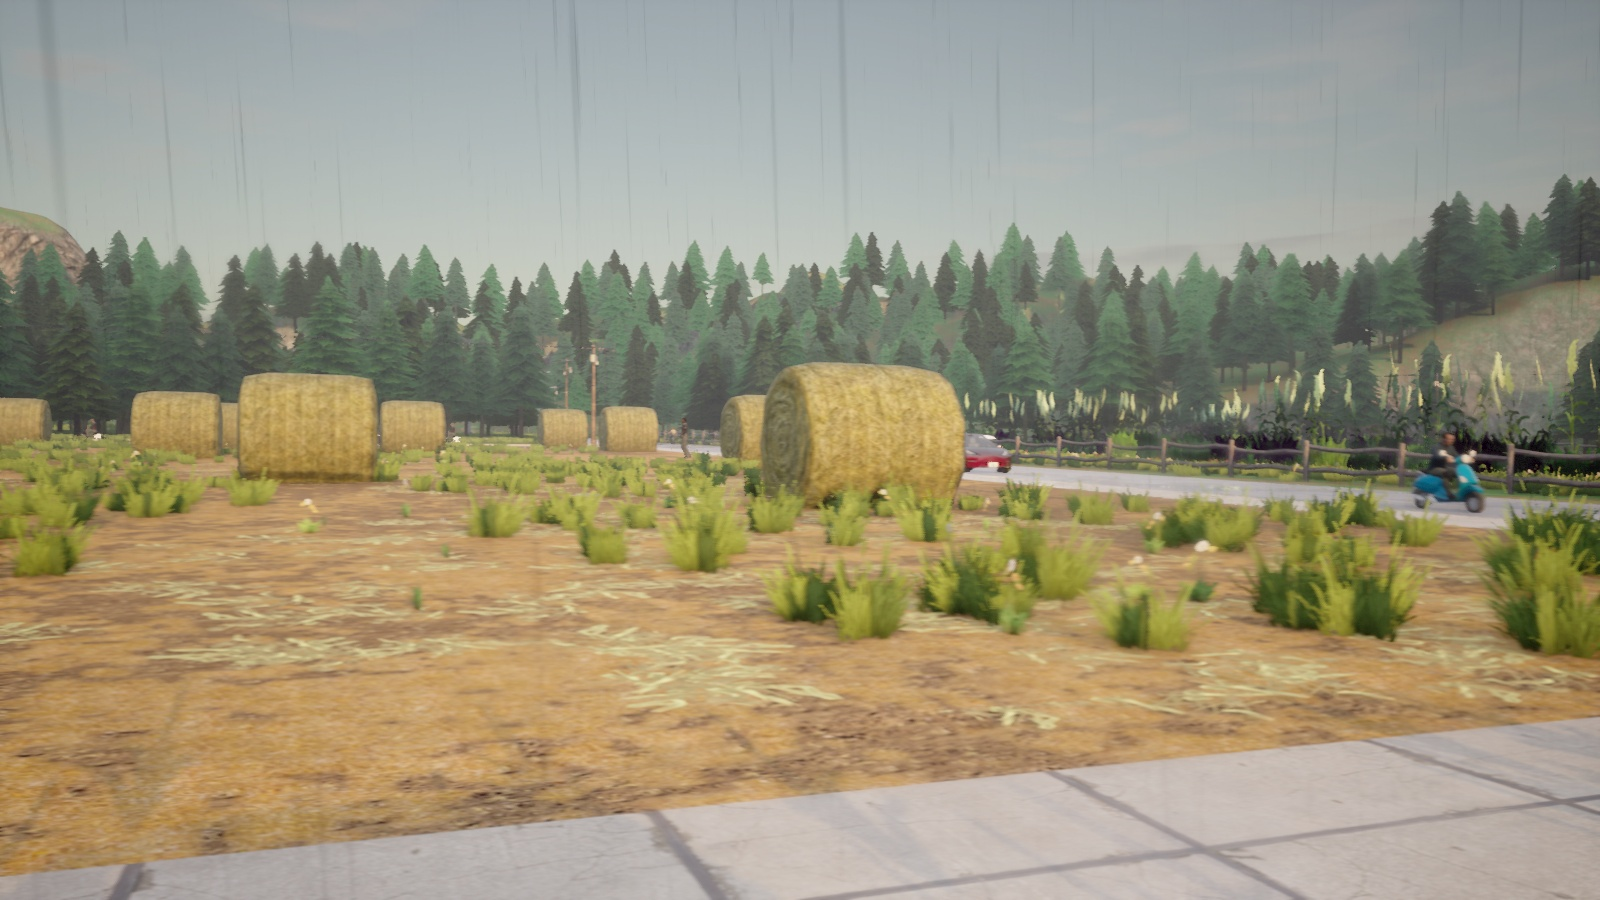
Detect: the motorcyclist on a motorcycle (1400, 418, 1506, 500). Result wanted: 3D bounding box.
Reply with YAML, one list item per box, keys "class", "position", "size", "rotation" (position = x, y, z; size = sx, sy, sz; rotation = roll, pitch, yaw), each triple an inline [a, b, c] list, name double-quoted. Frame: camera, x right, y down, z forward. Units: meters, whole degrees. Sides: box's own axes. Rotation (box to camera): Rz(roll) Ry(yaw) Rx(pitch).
- class: "motorcyclist on a motorcycle"
  position: [13.118, 0.164, 25.290]
  size: [0.866, 1.590, 1.817]
  rotation: [-1, 1, -18]

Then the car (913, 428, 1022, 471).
- class: "car"
  position: [6.151, -0.064, 46.749]
  size: [2.163, 1.488, 4.792]
  rotation: [-1, 1, -18]

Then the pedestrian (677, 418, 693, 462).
- class: "pedestrian"
  position: [-5.114, -0.440, 56.032]
  size: [0.666, 1.930, 0.402]
  rotation: [-1, 1, -9]
